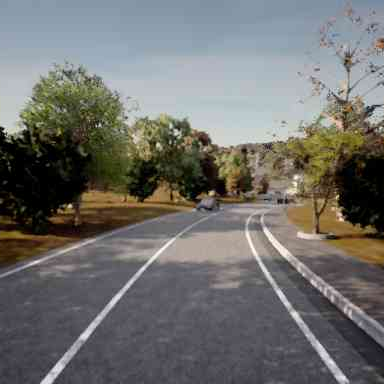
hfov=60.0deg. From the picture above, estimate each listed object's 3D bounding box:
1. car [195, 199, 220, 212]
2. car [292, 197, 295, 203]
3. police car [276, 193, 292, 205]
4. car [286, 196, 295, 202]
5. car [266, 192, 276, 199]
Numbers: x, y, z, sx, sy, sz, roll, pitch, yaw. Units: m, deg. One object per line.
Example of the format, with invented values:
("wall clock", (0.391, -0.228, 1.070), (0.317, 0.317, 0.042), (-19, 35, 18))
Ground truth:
("car", (1.904, 1.459, 37.837), (2.033, 1.411, 5.357), (1, 0, 17))
("car", (22.249, 1.581, 76.395), (2.097, 1.767, 4.553), (2, 1, 21))
("police car", (18.415, 1.619, 67.140), (1.930, 1.638, 5.238), (2, 1, 24))
("car", (24.317, 1.715, 82.216), (1.882, 1.535, 5.008), (2, 0, 18))
("car", (17.400, 1.381, 76.466), (2.033, 1.411, 5.357), (2, 1, 22))
